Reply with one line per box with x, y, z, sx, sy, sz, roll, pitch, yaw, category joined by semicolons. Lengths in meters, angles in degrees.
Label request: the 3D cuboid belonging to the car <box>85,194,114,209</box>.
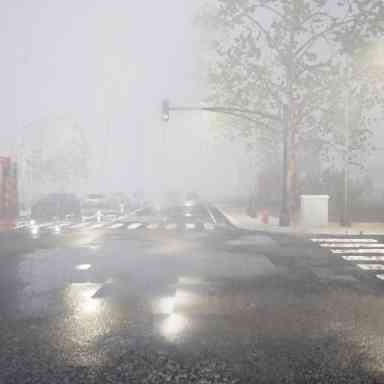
-9.883;0.898;34.701;1.812;1.442;4.674;0;1;0;car

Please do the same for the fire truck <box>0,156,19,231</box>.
-11.606;-0.014;12.937;8.468;3.827;2.891;0;2;3;fire truck

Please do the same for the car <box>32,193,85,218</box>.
-9.975;0.881;24.716;2.097;1.767;4.553;0;1;1;car

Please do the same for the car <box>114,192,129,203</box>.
-9.785;0.739;44.739;1.812;1.442;4.674;0;1;1;car

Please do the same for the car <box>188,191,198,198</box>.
0.235;0.460;65.437;1.994;1.385;4.181;0;1;1;car

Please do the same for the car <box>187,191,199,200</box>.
0.143;0.626;55.369;1.994;1.385;4.181;0;1;1;car

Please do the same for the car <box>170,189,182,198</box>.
-3.015;0.241;65.432;2.097;1.767;4.553;0;1;1;car

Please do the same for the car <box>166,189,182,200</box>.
-3.106;0.580;55.431;1.812;1.442;4.674;0;1;1;car

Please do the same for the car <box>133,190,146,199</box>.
-9.560;0.497;60.517;1.837;1.490;4.892;0;1;1;car
